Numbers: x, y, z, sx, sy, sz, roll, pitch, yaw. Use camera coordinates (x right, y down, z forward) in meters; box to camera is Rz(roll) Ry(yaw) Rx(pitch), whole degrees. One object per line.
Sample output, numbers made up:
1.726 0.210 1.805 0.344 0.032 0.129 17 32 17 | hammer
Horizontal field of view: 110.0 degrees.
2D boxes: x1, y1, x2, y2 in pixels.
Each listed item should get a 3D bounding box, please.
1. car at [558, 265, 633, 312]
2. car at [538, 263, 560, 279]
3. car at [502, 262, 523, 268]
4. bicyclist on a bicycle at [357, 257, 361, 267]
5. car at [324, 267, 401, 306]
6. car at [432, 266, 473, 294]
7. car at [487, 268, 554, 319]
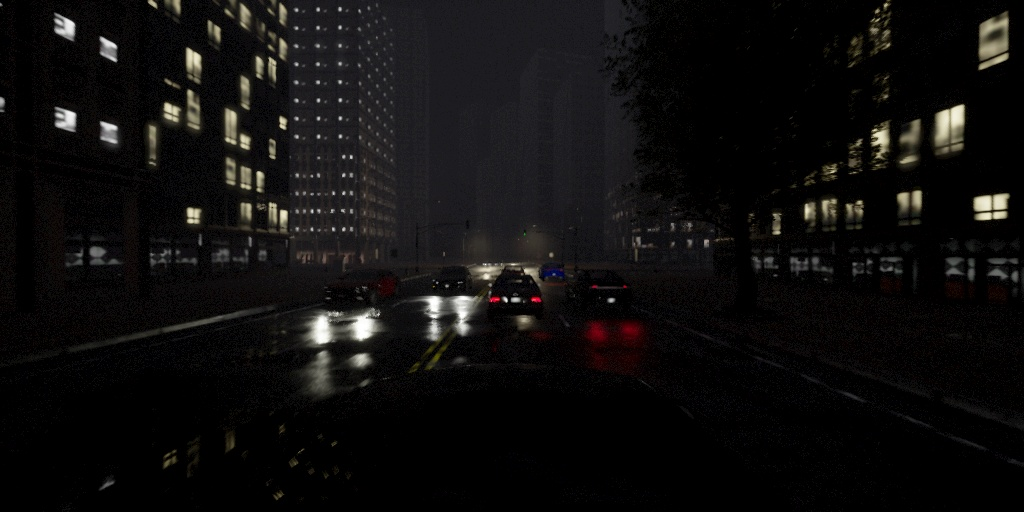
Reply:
3.353 1.285 14.534 2.128 1.511 4.902 0 0 0 | car
3.358 1.314 30.999 1.882 1.535 5.008 0 0 0 | car
0.108 1.433 29.074 1.895 1.301 4.718 0 0 0 | car
-24.692 1.036 57.933 0.582 1.620 1.656 0 1 1 | bicyclist on a bicycle
-6.596 1.276 16.352 1.882 1.535 5.008 0 0 0 | car
-3.341 1.318 20.849 1.837 1.490 4.892 0 -1 0 | car
0.103 1.334 12.953 2.033 1.411 5.357 0 0 0 | car
